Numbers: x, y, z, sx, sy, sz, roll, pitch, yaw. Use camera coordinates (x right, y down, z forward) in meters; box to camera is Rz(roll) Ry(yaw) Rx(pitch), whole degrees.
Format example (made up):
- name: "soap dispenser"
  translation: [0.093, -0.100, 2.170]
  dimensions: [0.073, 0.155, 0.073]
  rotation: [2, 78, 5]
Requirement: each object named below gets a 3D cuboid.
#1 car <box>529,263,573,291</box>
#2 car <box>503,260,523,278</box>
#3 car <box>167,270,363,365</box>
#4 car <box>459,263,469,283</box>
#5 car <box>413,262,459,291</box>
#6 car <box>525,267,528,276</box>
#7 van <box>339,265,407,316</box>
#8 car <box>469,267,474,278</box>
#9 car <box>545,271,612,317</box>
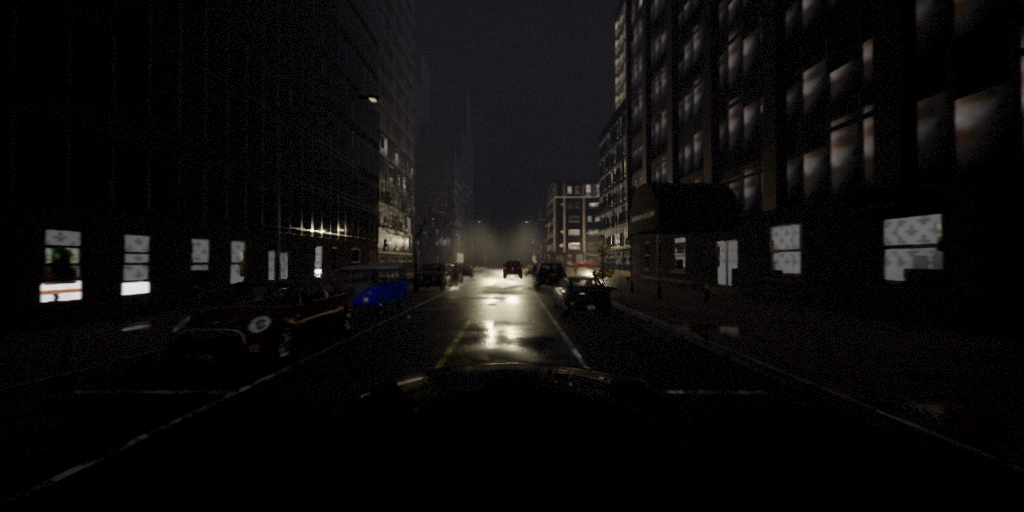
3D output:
- name: "car"
  translation: [2.563, 1.368, 24.876]
  dimensions: [2.192, 1.841, 5.009]
  rotation: [0, 0, 0]
- name: "car"
  translation: [0.096, 1.500, 41.873]
  dimensions: [2.150, 2.045, 5.566]
  rotation: [0, -1, 0]
- name: "car"
  translation: [-5.315, 1.274, 8.200]
  dimensions: [1.967, 1.591, 4.097]
  rotation: [0, 0, 0]
- name: "car"
  translation: [-5.317, 1.440, 30.433]
  dimensions: [2.192, 1.841, 5.009]
  rotation: [0, 0, 0]
- name: "car"
  translation: [-5.317, 1.367, 24.875]
  dimensions: [2.192, 1.841, 5.009]
  rotation: [0, 0, 0]
- name: "car"
  translation: [2.562, 1.872, 47.279]
  dimensions: [1.751, 1.417, 4.829]
  rotation: [0, 0, 0]
- name: "van"
  translation: [-5.316, 1.247, 13.759]
  dimensions: [1.690, 1.789, 3.998]
  rotation: [0, 0, 0]
- name: "car"
  translation: [-5.319, 1.854, 41.550]
  dimensions: [1.802, 1.307, 4.207]
  rotation: [0, 0, 0]
- name: "car"
  translation: [2.564, 1.458, 13.760]
  dimensions: [2.007, 1.370, 4.403]
  rotation: [0, 0, 0]
